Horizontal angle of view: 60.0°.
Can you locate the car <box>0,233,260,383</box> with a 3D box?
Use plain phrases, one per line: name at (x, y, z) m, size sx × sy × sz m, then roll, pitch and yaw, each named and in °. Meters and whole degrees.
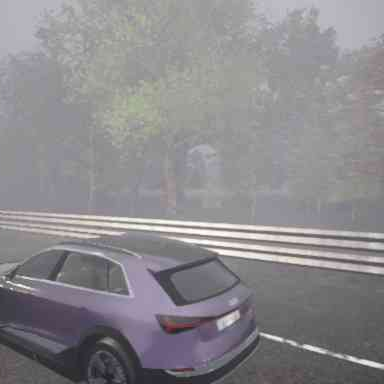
car at (-1.440, 1.443, 4.899) m, size 4.856 × 1.649 × 2.033 m, roll 0°, pitch 0°, yaw 35°
